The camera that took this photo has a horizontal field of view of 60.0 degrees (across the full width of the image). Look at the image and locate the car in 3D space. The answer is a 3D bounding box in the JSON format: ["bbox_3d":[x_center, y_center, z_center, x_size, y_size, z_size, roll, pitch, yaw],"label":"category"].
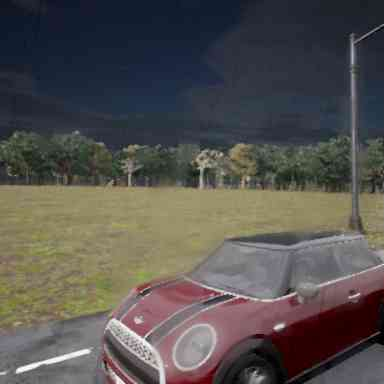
[{"bbox_3d":[1.088,1.428,4.802,4.553,1.767,2.097,0,-1,-36],"label":"car"}]
